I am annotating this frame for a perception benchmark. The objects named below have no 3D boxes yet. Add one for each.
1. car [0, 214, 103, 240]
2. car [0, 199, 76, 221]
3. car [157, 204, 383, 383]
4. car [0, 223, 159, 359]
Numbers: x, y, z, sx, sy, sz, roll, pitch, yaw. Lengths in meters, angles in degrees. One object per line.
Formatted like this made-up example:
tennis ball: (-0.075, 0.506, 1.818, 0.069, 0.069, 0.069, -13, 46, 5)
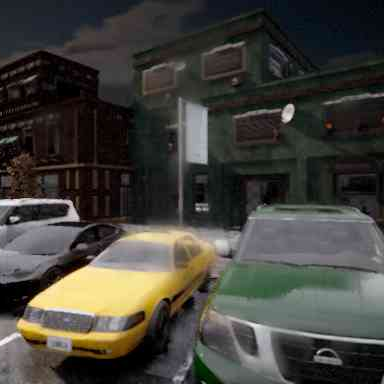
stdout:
car: (-3.234, 1.519, 8.402, 2.163, 1.488, 4.792, 1, -1, 16)
car: (-5.670, 1.241, 10.155, 2.435, 2.045, 5.566, 1, -1, 16)
car: (1.666, 1.234, 4.913, 2.435, 2.045, 5.566, 1, -1, 15)
car: (-0.833, 1.482, 6.503, 1.946, 1.575, 5.366, 1, -1, 16)
